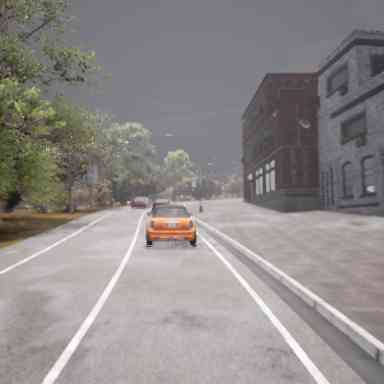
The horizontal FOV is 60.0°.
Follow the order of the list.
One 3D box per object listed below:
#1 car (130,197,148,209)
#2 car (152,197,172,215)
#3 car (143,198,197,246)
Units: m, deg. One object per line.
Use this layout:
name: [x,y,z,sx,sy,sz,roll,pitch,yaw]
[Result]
car: [-6.657,1.357,43.286,1.882,1.535,5.008,-1,0,2]
car: [-3.088,1.400,34.557,1.882,1.535,5.008,0,0,-4]
car: [-1.026,1.358,15.519,2.097,1.767,4.553,0,0,-6]
